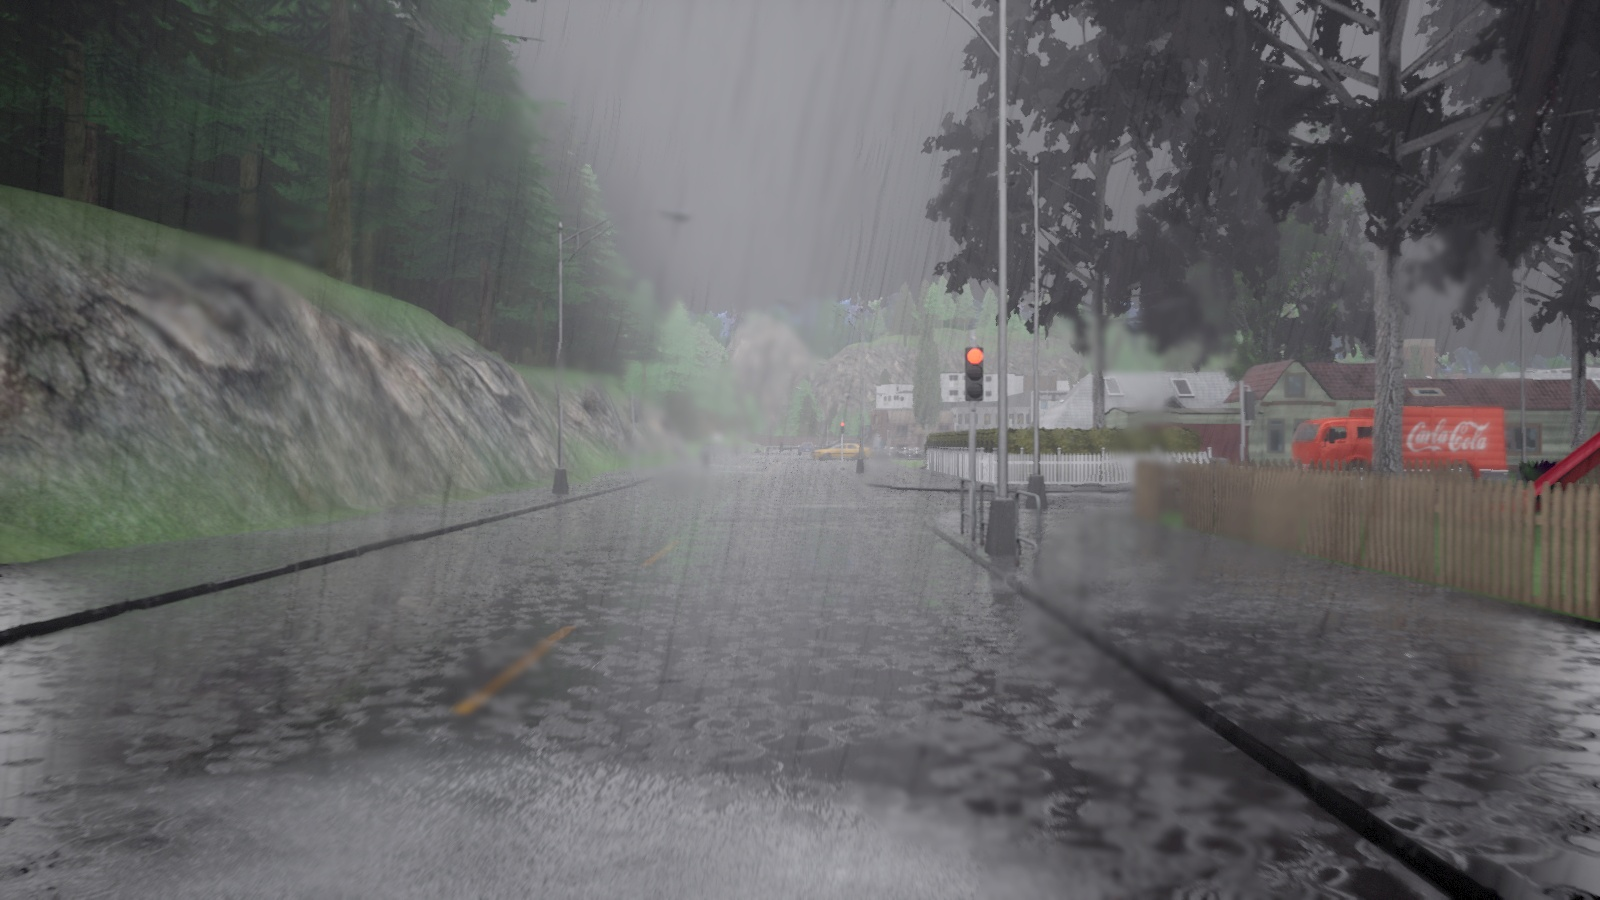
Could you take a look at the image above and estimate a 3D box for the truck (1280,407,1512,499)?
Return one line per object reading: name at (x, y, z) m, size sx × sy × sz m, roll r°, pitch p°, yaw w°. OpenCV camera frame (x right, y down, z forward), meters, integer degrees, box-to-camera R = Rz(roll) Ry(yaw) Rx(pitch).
truck at (16.464, 0.076, 34.951) m, size 5.204 × 2.467 × 2.627 m, roll 0°, pitch 0°, yaw 0°
